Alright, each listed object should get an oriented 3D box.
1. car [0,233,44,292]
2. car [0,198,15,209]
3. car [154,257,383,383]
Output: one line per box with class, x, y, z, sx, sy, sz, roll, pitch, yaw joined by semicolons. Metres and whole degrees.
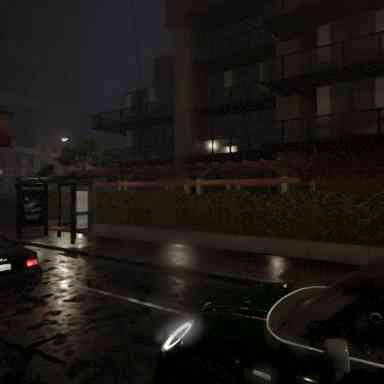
car;-5.768;1.547;8.061;5.357;1.411;2.033;0;0;36
car;-25.107;1.526;42.310;1.812;1.442;4.674;0;0;35
car;1.850;1.352;2.685;4.553;1.767;2.097;0;0;35
